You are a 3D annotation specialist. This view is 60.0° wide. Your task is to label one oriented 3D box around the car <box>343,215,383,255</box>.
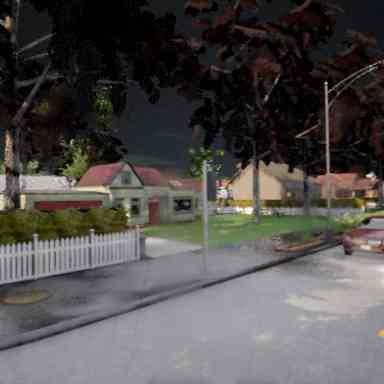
[{"bbox_3d":[7.617,1.673,13.269,1.812,1.442,4.674,-2,-1,43],"label":"car"}]
